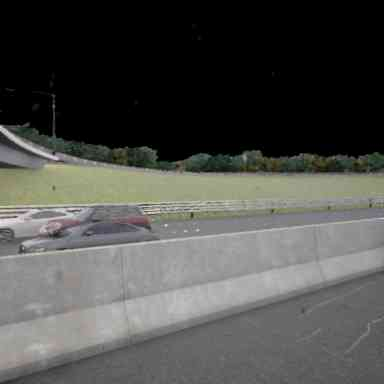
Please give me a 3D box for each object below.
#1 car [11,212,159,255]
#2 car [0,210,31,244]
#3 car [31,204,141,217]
[{"bbox_3d":[-3.081,1.553,10.399,4.181,1.385,1.994,0,0,-36],"label":"car"},{"bbox_3d":[-7.340,1.515,15.976,4.674,1.442,1.812,0,0,-35],"label":"car"},{"bbox_3d":[-4.005,1.336,14.041,4.553,1.767,2.097,0,0,-36],"label":"car"}]
